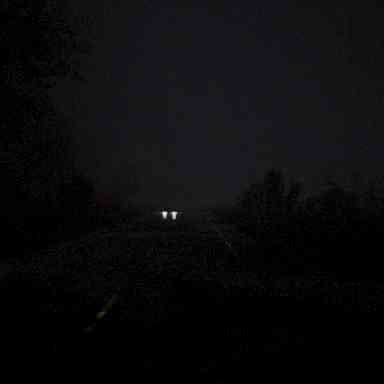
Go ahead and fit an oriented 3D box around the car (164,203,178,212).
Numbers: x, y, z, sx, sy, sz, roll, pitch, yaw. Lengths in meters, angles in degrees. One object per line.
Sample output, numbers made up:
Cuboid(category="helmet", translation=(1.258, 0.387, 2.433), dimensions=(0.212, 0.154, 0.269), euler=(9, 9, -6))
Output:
Cuboid(category="car", translation=(-3.506, 2.475, 54.640), dimensions=(1.812, 1.442, 4.674), euler=(-1, -1, 0))
